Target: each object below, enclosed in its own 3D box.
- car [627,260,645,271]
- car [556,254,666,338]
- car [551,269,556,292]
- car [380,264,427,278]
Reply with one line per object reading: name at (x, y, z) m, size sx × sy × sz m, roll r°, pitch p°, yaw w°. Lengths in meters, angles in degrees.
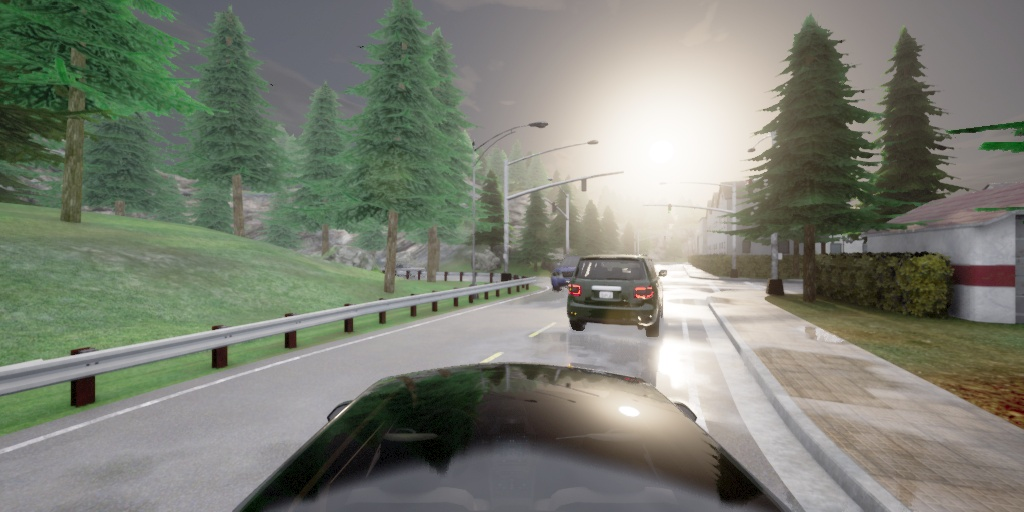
car at (17.339, 1.309, 50.072) m, size 1.994 × 1.385 × 4.181 m, roll 0°, pitch 0°, yaw 25°
car at (3.224, 0.971, 10.526) m, size 2.150 × 2.045 × 5.566 m, roll 0°, pitch 0°, yaw 24°
car at (4.010, 0.974, 20.868) m, size 2.150 × 2.045 × 5.566 m, roll 0°, pitch 0°, yaw 25°
car at (-10.052, 1.364, 33.653) m, size 4.718 × 1.301 × 1.895 m, roll 0°, pitch 0°, yaw 24°
